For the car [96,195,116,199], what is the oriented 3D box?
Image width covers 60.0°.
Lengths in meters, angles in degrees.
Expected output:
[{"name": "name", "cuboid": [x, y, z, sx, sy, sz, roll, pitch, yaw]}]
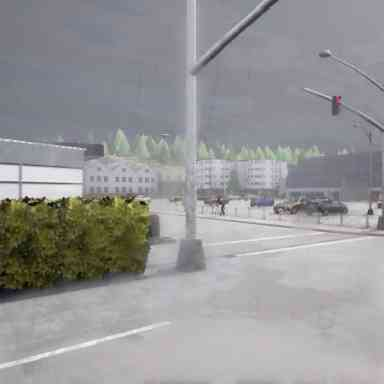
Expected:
[{"name": "car", "cuboid": [-11.403, 1.508, 41.328, 1.837, 1.490, 4.892, 0, 0, -35]}]

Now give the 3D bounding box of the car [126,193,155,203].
[{"name": "car", "cuboid": [-9.362, 1.368, 60.549, 3.806, 1.475, 1.970, 0, 0, -35]}]

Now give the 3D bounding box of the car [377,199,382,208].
[{"name": "car", "cuboid": [25.674, 1.396, 43.042, 3.806, 1.475, 1.970, 0, 0, -35]}]

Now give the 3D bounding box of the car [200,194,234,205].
[{"name": "car", "cuboid": [4.115, 1.307, 54.808, 4.514, 1.523, 2.007, 0, 0, -35]}]

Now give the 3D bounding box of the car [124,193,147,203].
[{"name": "car", "cuboid": [-10.763, 1.084, 63.625, 3.866, 1.878, 1.905, 0, 0, -35]}]

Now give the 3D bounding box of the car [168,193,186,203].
[{"name": "car", "cuboid": [-2.429, 1.107, 65.431, 4.605, 1.855, 1.932, 0, 0, -35]}]

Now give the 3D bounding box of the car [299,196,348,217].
[{"name": "car", "cuboid": [12.120, 1.347, 29.940, 4.514, 1.523, 2.007, 0, 0, -35]}]

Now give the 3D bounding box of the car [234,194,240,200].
[{"name": "car", "cuboid": [9.686, 1.246, 77.882, 3.806, 1.475, 1.970, 0, 0, -35]}]

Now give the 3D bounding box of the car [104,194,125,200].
[{"name": "car", "cuboid": [-19.748, 1.342, 84.928, 4.902, 1.511, 2.128, 0, 0, -35]}]

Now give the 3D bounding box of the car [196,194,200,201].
[{"name": "car", "cuboid": [1.810, 1.310, 76.852, 4.514, 1.523, 2.007, 0, 0, -35]}]

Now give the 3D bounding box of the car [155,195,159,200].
[{"name": "car", "cuboid": [-11.332, 1.297, 90.766, 5.008, 1.535, 1.882, 0, 0, -35]}]

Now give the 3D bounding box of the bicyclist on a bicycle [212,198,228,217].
[{"name": "bicyclist on a bicycle", "cuboid": [2.361, 1.305, 28.015, 1.656, 1.620, 0.582, 0, 0, -35]}]

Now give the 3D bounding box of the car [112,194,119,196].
[{"name": "car", "cuboid": [-18.449, 1.317, 81.570, 4.892, 1.490, 1.837, 0, 0, -35]}]

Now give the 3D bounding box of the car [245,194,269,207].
[{"name": "car", "cuboid": [9.798, 1.329, 46.589, 3.633, 1.501, 1.845, 0, 0, -35]}]

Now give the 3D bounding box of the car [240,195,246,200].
[{"name": "car", "cuboid": [13.624, 1.167, 72.804, 5.027, 1.636, 2.152, 0, 0, -35]}]

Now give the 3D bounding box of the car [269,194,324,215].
[{"name": "car", "cuboid": [10.282, 1.337, 32.482, 5.027, 1.636, 2.152, 0, 0, -35]}]
